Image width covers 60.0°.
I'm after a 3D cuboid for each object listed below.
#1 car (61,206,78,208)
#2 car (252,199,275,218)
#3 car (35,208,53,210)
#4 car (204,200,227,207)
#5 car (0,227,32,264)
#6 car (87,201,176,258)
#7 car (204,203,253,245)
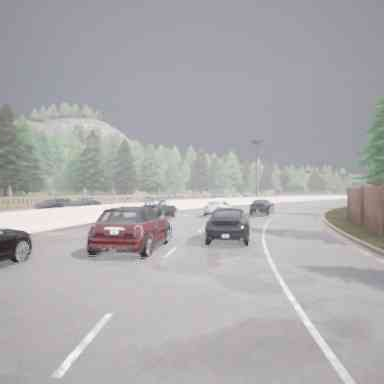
[{"bbox_3d":[-11.377,1.377,34.255,2.128,1.511,4.902,0,0,20],"label":"car"},{"bbox_3d":[6.931,1.466,32.711,1.837,1.490,4.892,0,0,22],"label":"car"},{"bbox_3d":[-14.622,1.375,35.554,1.837,1.490,4.892,0,0,20],"label":"car"},{"bbox_3d":[2.465,1.473,30.931,1.812,1.442,4.674,0,0,20],"label":"car"},{"bbox_3d":[-6.262,1.449,8.883,2.128,1.511,4.902,0,0,6],"label":"car"},{"bbox_3d":[-2.202,1.317,12.850,2.097,1.767,4.553,0,0,8],"label":"car"},{"bbox_3d":[1.761,1.480,15.471,1.837,1.490,4.892,0,0,10],"label":"car"}]
